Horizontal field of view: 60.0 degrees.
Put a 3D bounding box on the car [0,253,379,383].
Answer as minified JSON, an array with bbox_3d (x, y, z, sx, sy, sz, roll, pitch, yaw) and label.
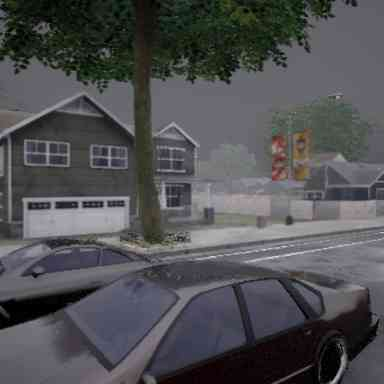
[{"bbox_3d":[-0.020,1.553,3.671,5.357,1.411,2.033,0,0,-35],"label":"car"}]

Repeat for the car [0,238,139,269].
[{"bbox_3d":[-2.466,1.567,5.918,4.181,1.385,1.994,0,0,-35],"label":"car"}]
